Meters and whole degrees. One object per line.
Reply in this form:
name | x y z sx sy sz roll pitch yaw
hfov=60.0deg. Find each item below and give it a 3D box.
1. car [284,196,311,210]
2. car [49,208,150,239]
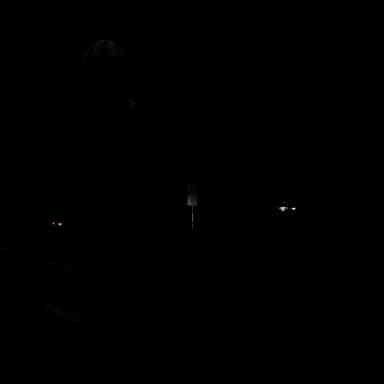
car | 13.952 1.470 43.063 1.812 1.442 4.674 0 0 36
car | -4.582 1.528 17.299 2.033 1.411 5.357 0 0 36
